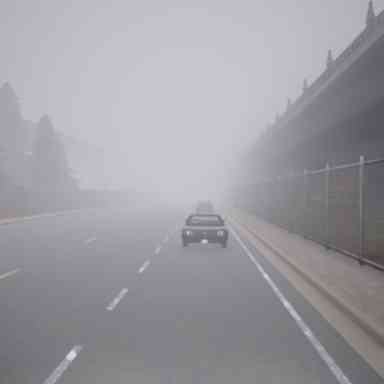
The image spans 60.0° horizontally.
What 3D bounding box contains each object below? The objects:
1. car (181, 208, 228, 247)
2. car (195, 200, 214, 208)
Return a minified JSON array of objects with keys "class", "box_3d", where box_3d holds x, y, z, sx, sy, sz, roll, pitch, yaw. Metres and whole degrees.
[{"class":"car","box_3d":[0.589,1.654,15.294,1.895,1.301,4.718,0,0,2]},{"class":"car","box_3d":[1.352,1.617,36.196,2.128,1.511,4.902,0,0,2]}]
